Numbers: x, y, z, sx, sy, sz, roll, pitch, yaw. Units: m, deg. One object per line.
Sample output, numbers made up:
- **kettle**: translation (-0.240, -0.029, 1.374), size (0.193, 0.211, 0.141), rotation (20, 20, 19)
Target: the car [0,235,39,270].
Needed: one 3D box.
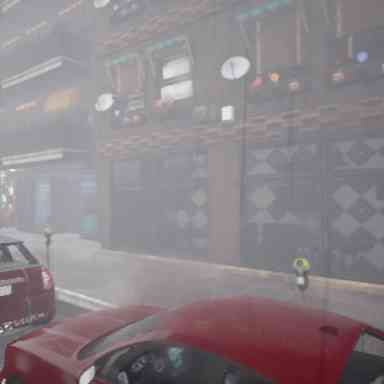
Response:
- **car**: translation (-4.237, 1.403, 5.774), size (4.097, 1.590, 1.967), rotation (0, -1, 36)

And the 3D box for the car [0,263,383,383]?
- **car**: translation (0.262, 1.538, 2.556), size (4.507, 1.381, 1.887), rotation (0, -1, 36)
